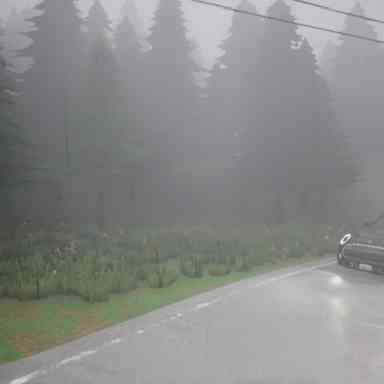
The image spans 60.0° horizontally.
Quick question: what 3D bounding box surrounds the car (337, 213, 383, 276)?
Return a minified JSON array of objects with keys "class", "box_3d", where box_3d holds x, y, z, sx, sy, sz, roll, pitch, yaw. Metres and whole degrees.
[{"class":"car","box_3d":[6.307,1.319,9.641,4.553,1.767,2.097,0,0,-32]}]
